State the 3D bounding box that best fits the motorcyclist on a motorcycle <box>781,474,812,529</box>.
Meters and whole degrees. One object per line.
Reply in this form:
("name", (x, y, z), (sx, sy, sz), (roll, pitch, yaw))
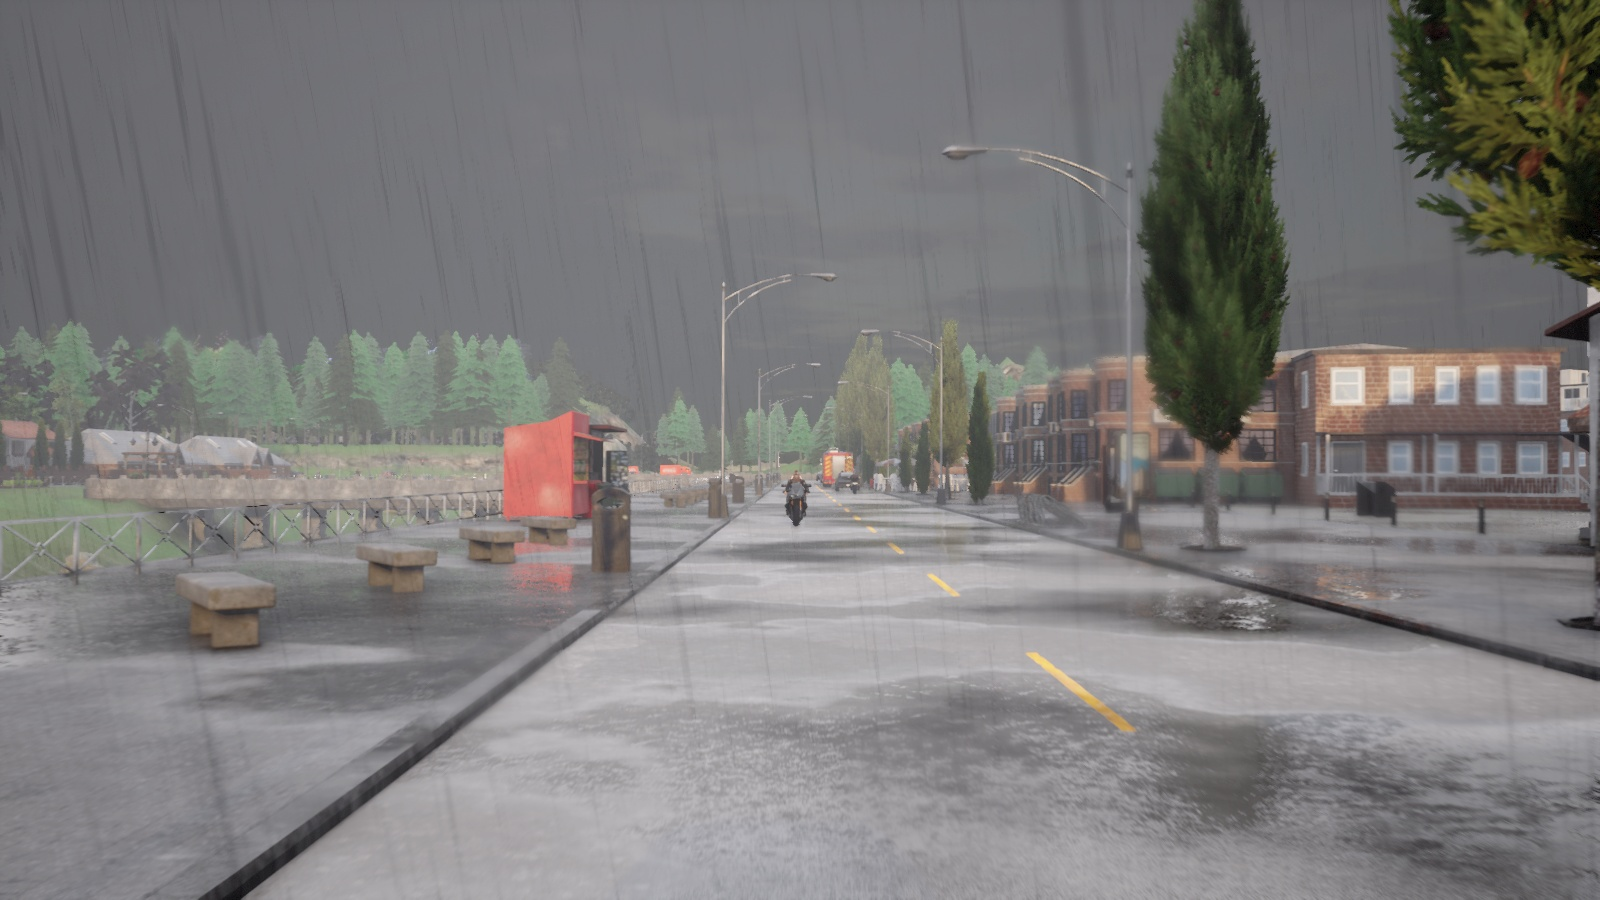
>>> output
("motorcyclist on a motorcycle", (-0.093, 1.454, 36.104), (0.866, 1.530, 2.191), (0, -1, 0))
